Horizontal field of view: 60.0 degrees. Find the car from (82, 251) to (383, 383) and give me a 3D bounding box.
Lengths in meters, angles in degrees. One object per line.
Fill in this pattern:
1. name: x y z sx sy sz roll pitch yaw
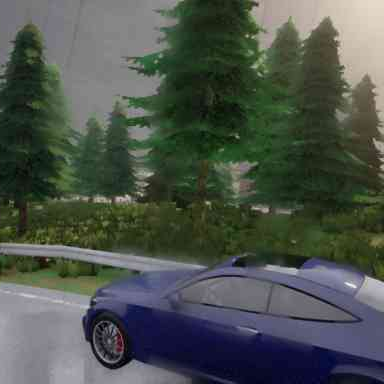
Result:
1. car: 0.744 1.499 4.106 4.674 1.442 1.812 1 1 31
